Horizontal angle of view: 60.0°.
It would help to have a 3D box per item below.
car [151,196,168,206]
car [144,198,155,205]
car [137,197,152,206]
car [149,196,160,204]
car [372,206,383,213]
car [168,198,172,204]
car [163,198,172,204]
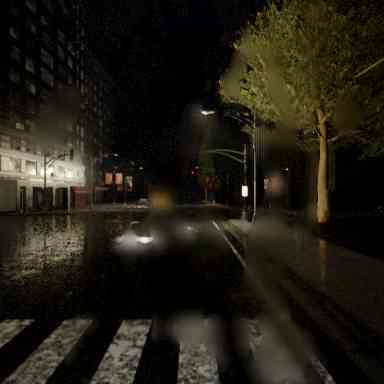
[{"bbox_3d":[-6.341,1.922,65.955,1.882,1.535,5.008,0,-1,0],"label":"car"},{"bbox_3d":[-9.567,2.128,75.497,1.994,1.385,4.181,0,-1,0],"label":"car"},{"bbox_3d":[-9.591,2.005,65.629,1.994,1.385,4.181,0,-1,0],"label":"car"},{"bbox_3d":[-9.541,1.956,85.903,2.150,2.045,5.566,0,-1,0],"label":"car"},{"bbox_3d":[41.790,3.907,74.394,4.892,1.490,1.837,4,-3,-45],"label":"car"},{"bbox_3d":[-6.316,2.123,75.955,2.033,1.411,5.357,0,-1,0],"label":"car"},{"bbox_3d":[-6.291,2.259,86.158,1.812,1.442,4.674,0,-1,0],"label":"car"}]
